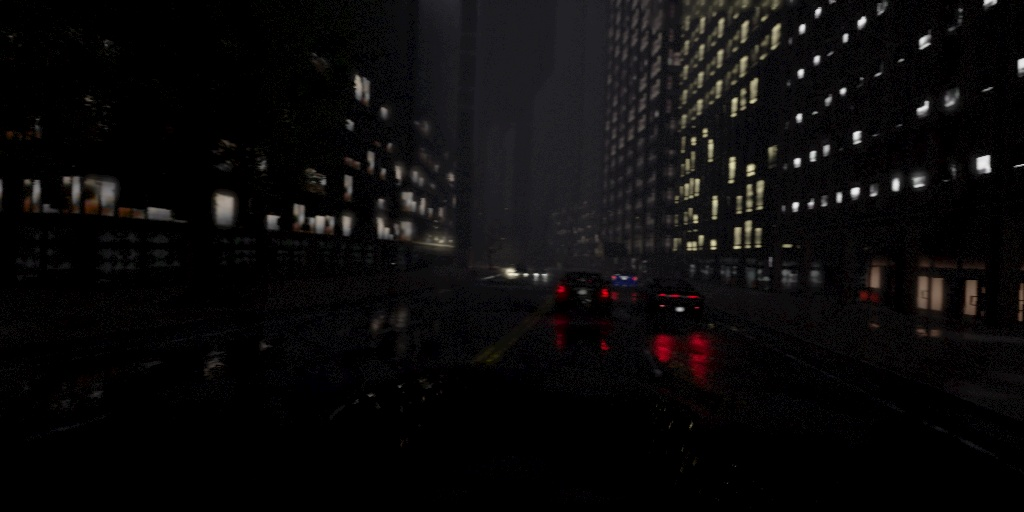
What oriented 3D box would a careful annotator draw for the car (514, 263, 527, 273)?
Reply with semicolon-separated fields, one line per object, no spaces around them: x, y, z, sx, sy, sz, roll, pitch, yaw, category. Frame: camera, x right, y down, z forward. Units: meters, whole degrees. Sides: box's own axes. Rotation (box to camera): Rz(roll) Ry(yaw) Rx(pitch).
1.446;1.916;59.537;2.097;1.767;4.553;2;-1;1;car

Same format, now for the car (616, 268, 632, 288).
8.928;1.800;29.554;2.097;1.767;4.553;2;-1;9;car

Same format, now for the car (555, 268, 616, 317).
3.055;1.393;15.207;2.097;1.767;4.553;2;-1;12;car

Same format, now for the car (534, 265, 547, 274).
4.697;2.206;59.762;1.812;1.442;4.674;2;-1;1;car

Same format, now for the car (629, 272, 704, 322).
6.242;1.649;14.583;2.128;1.511;4.902;2;-1;12;car
